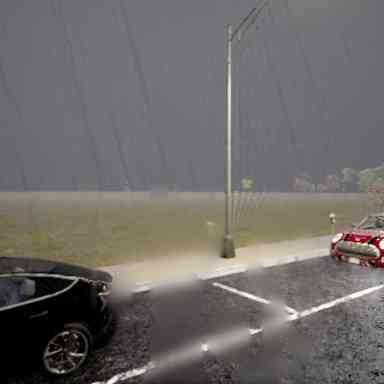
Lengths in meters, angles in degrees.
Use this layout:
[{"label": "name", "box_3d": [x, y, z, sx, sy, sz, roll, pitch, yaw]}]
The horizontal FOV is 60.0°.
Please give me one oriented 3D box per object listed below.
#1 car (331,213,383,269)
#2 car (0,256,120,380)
[{"label": "car", "box_3d": [6.197, 1.400, 10.511, 4.097, 1.590, 1.967, 0, 1, -36]}, {"label": "car", "box_3d": [-3.008, 1.567, 3.944, 4.313, 1.339, 1.947, 0, 1, -36]}]
